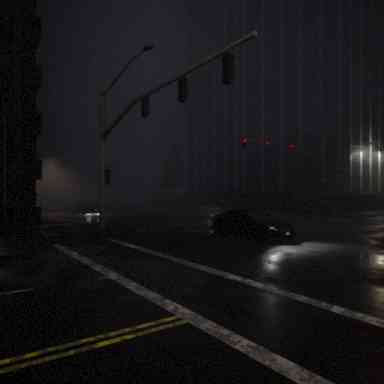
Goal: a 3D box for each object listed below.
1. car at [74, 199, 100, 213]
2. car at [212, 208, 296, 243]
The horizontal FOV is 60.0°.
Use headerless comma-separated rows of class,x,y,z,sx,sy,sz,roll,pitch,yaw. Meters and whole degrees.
car,-11.605,1.540,37.184,2.033,1.411,5.357,0,0,-35
car,2.843,1.527,16.379,1.812,1.442,4.674,0,0,-35
